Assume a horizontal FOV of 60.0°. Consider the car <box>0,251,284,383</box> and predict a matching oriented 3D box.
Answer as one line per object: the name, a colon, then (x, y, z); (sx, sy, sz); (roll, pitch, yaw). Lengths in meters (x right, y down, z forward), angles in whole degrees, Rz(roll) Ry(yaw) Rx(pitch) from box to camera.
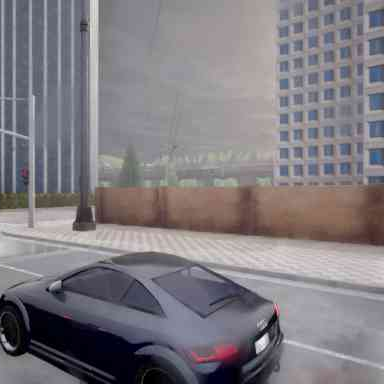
car: (-0.909, 1.564, 4.651); (4.181, 1.385, 1.994); (0, 0, 35)
